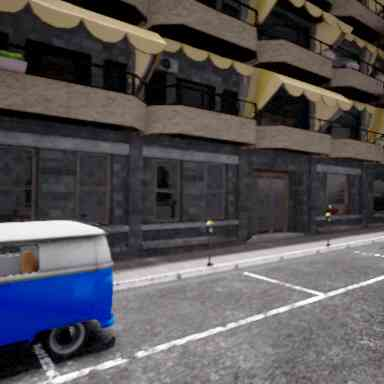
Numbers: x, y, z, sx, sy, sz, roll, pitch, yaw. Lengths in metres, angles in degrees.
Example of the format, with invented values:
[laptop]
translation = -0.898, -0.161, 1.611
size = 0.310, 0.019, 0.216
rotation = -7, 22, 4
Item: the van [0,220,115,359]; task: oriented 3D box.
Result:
[van]
translation = -3.036, 1.341, 4.372
size = 3.998, 1.788, 1.690
rotation = 0, 1, -35
